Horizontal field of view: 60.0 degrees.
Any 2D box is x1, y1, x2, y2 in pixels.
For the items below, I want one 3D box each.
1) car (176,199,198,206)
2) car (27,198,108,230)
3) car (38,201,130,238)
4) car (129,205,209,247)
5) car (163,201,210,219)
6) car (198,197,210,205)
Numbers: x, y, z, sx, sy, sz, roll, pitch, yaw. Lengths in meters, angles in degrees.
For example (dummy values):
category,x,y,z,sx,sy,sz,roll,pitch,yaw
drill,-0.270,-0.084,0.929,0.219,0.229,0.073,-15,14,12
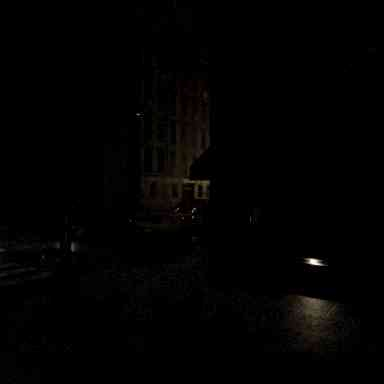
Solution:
category,x,y,z,sx,sy,sz,roll,pitch,yaw
car,0.605,1.321,25.996,2.097,1.767,4.553,0,0,35
car,-7.001,1.282,19.718,2.192,1.841,5.009,0,0,36
car,-5.229,1.457,17.827,1.882,1.535,5.008,0,0,34
car,-0.378,1.530,15.185,1.752,1.417,4.829,0,0,36
car,-0.402,1.521,28.961,1.947,1.339,4.313,0,0,36
car,2.826,1.314,19.667,2.192,1.841,5.009,0,0,36
